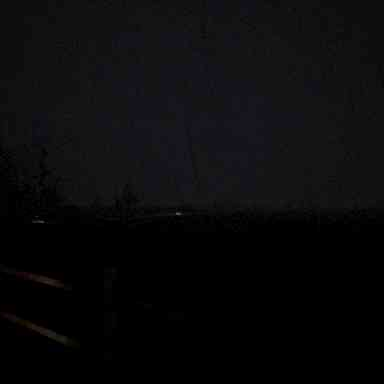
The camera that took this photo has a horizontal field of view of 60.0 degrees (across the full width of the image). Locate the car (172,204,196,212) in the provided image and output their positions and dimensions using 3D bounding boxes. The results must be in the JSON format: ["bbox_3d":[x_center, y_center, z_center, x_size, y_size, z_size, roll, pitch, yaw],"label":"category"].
[{"bbox_3d":[-1.251,2.468,51.057,1.994,1.385,4.181,1,-1,36],"label":"car"}]

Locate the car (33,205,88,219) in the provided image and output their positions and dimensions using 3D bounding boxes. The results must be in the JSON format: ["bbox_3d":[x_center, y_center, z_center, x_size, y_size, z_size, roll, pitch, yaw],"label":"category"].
[{"bbox_3d":[-13.377,2.011,34.157,2.033,1.411,5.357,1,-1,36],"label":"car"}]
